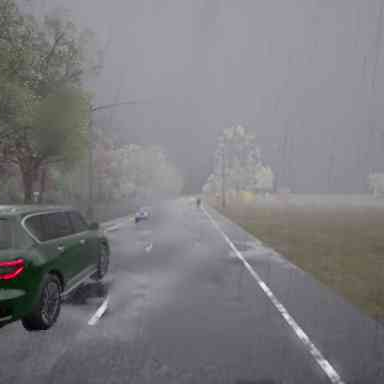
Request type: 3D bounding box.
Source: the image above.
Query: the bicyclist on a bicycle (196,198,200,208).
[{"bbox_3d":[0.942,1.764,53.274,0.582,1.620,1.656,0,-1,0],"label":"bicyclist on a bicycle"}]

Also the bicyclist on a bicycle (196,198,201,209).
[{"bbox_3d":[0.947,1.631,44.495,0.659,1.776,1.843,0,0,0],"label":"bicyclist on a bicycle"}]

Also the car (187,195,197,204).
[{"bbox_3d":[-0.028,1.908,73.396,1.882,1.535,5.008,0,0,0],"label":"car"}]

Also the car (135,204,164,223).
[{"bbox_3d":[-3.413,1.706,27.066,2.033,1.411,5.357,0,0,0],"label":"car"}]

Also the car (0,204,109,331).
[{"bbox_3d":[-3.402,1.264,7.074,2.150,2.045,5.566,0,0,0],"label":"car"}]
